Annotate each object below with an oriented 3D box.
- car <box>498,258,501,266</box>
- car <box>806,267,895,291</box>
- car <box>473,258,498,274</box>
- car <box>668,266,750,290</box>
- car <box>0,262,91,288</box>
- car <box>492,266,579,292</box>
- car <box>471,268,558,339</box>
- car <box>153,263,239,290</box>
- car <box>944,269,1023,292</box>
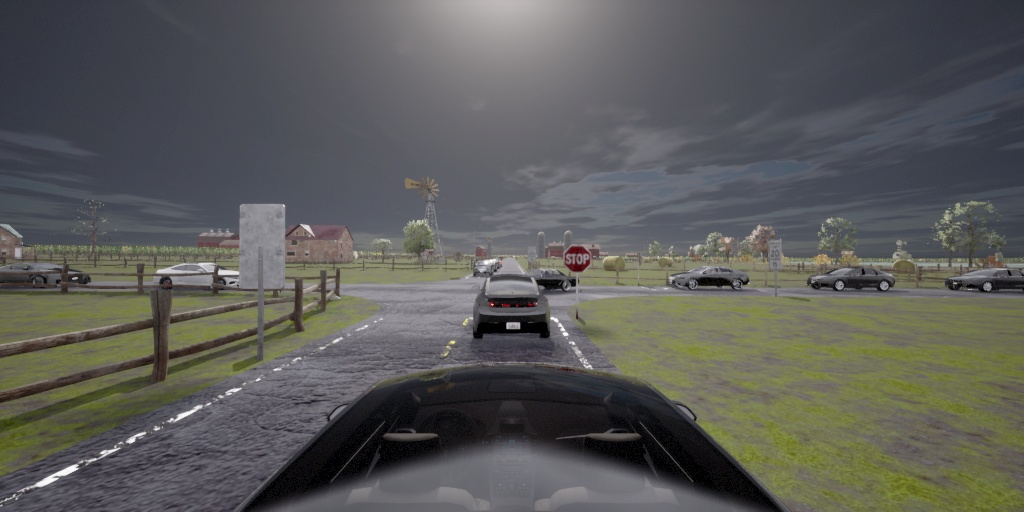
[{"bbox_3d":[-2.872,1.241,46.270,2.128,1.511,4.902,0,0,0],"label":"car"},{"bbox_3d":[22.190,1.499,23.595,4.892,1.490,1.837,1,-1,-1],"label":"car"},{"bbox_3d":[-2.875,1.243,36.825,2.128,1.511,4.902,0,0,0],"label":"car"},{"bbox_3d":[12.788,1.396,23.419,4.902,1.511,2.128,1,-1,-2],"label":"car"},{"bbox_3d":[-26.372,1.048,19.962,4.181,1.385,1.994,1,-1,-1],"label":"car"},{"bbox_3d":[1.491,1.369,20.186,4.718,1.301,1.895,1,0,-35],"label":"car"},{"bbox_3d":[-0.078,1.256,10.139,1.837,1.490,4.892,0,0,-2],"label":"car"},{"bbox_3d":[-17.252,1.104,20.088,4.674,1.442,1.812,1,-1,-1],"label":"car"},{"bbox_3d":[31.692,1.587,23.720,4.892,1.490,1.837,1,-1,-1],"label":"car"}]
